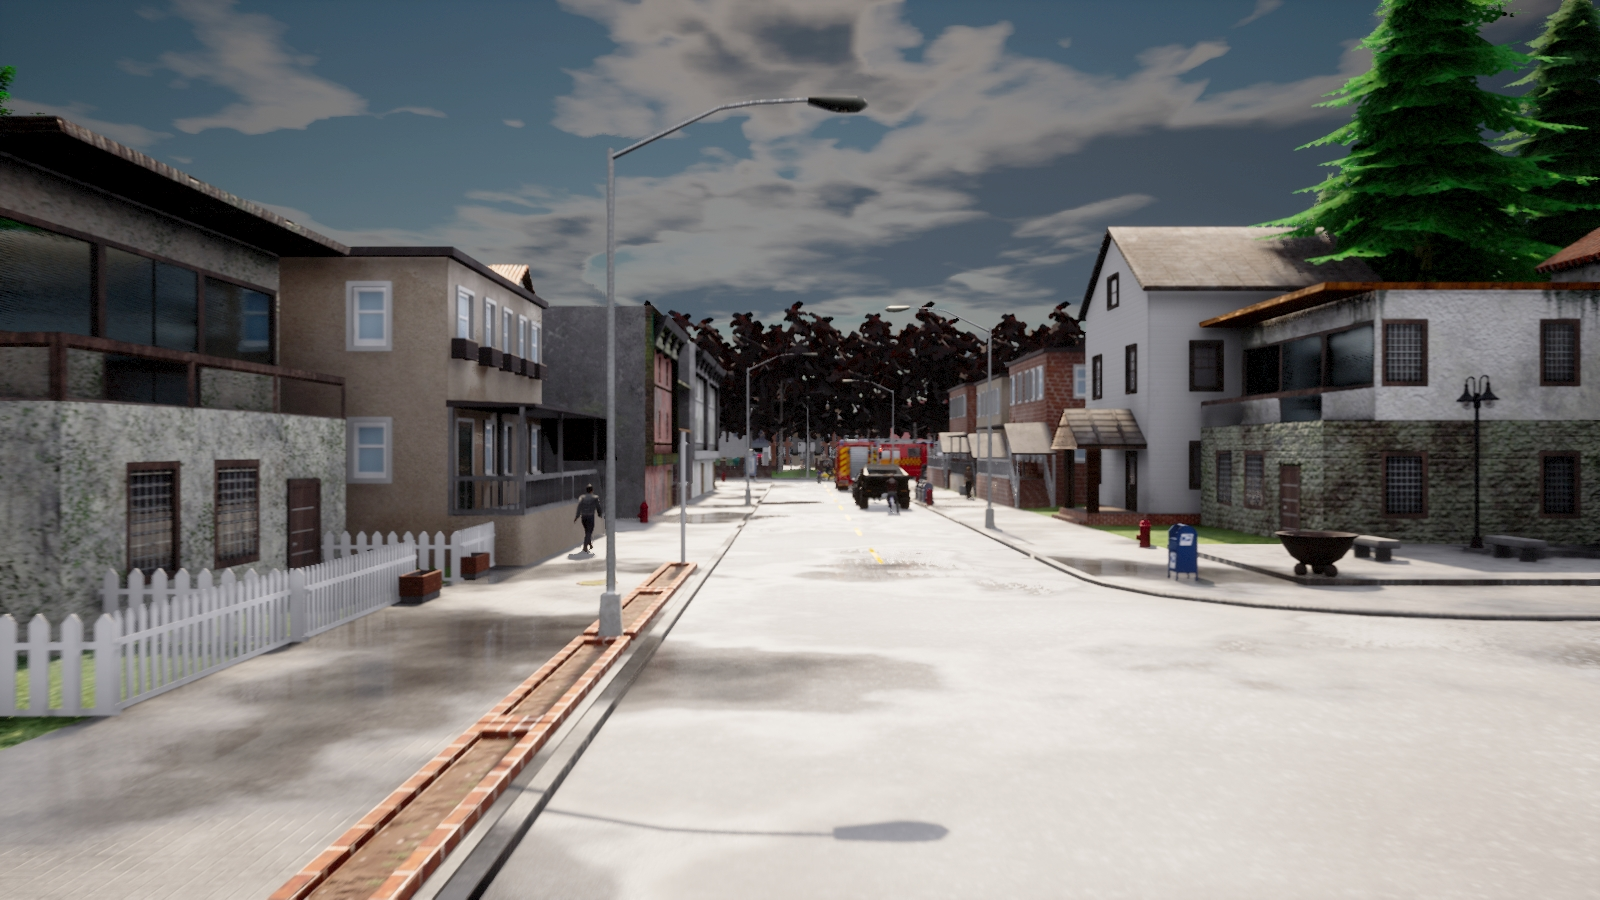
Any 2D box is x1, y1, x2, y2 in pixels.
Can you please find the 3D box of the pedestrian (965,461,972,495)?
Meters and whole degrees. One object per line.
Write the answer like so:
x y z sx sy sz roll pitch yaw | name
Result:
9.183 1.524 62.228 0.375 1.860 0.375 0 0 1 | pedestrian

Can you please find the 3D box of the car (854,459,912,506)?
4.005 1.534 56.114 2.390 2.098 6.274 0 0 0 | car

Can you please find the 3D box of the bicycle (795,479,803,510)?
-0.042 1.940 50.069 0.329 1.271 1.835 0 0 0 | bicycle

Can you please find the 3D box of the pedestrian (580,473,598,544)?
-5.519 1.524 29.899 0.375 1.860 0.375 0 0 4 | pedestrian
